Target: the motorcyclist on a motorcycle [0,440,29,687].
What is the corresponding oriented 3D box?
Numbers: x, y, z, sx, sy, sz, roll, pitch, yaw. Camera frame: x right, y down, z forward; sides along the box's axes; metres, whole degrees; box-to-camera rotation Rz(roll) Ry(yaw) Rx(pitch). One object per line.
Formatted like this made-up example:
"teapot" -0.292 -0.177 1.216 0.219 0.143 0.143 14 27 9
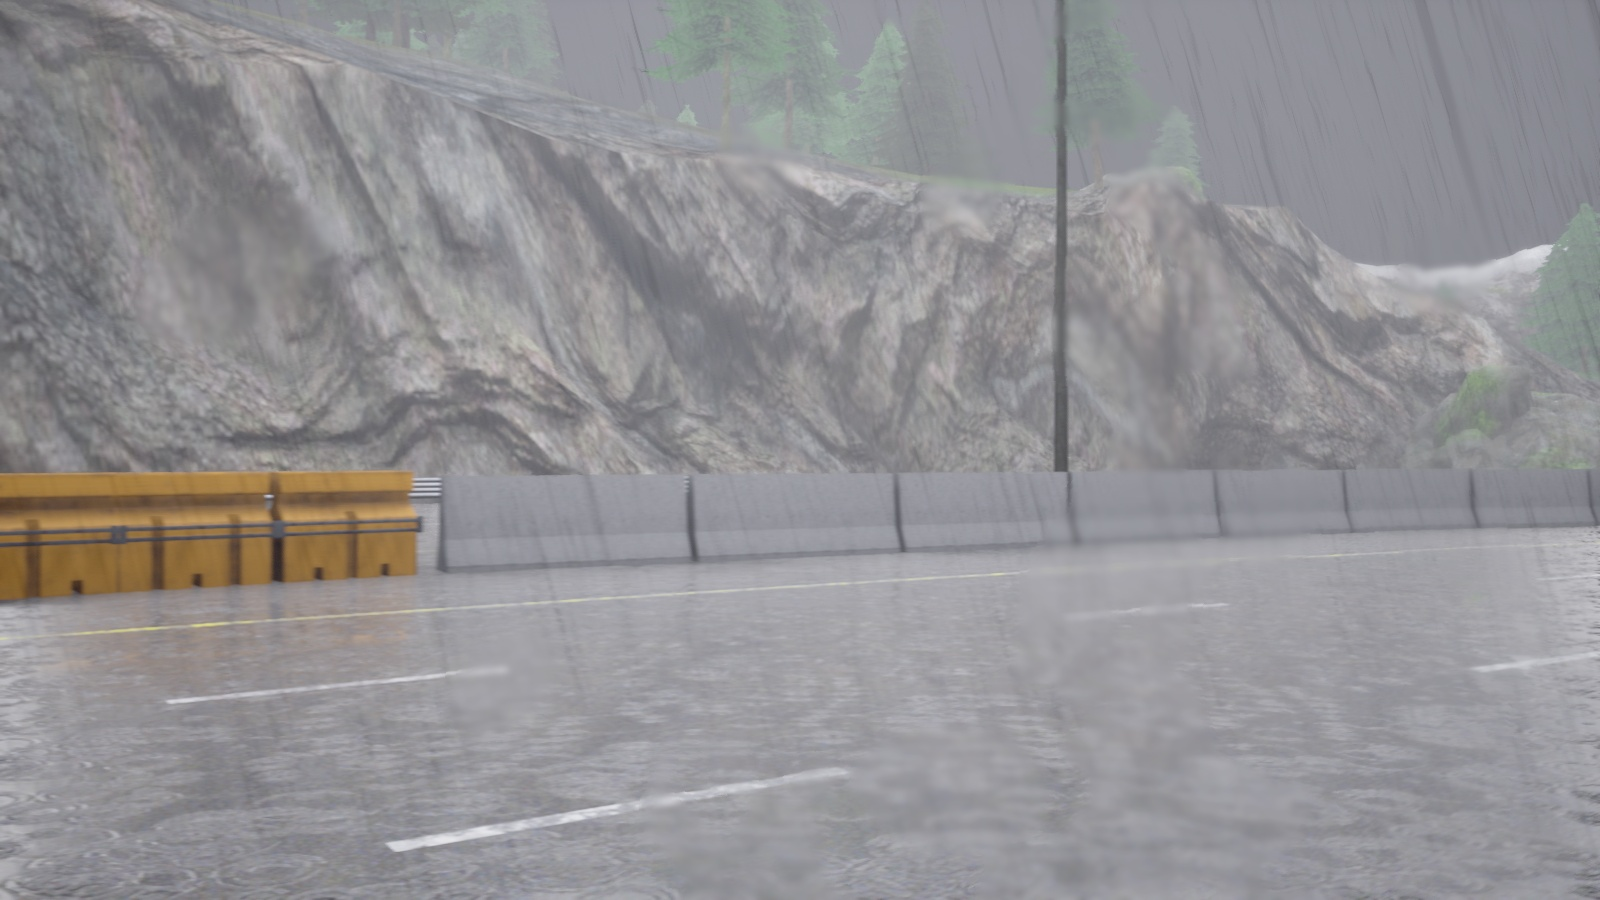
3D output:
"motorcyclist on a motorcycle" -6.012 0.726 8.012 1.817 1.590 0.866 0 0 -34
